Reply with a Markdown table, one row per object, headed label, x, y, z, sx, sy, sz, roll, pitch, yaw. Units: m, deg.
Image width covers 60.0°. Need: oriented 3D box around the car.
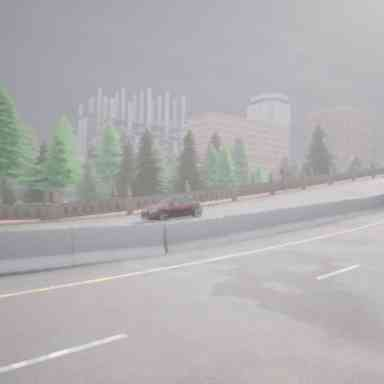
| label | x | y | z | sx | sy | sz | roll | pitch | yaw |
| --- | --- | --- | --- | --- | --- | --- | --- | --- | --- |
| car | -1.514 | 1.124 | 24.557 | 4.553 | 1.767 | 2.097 | -4 | 2 | -36 |
